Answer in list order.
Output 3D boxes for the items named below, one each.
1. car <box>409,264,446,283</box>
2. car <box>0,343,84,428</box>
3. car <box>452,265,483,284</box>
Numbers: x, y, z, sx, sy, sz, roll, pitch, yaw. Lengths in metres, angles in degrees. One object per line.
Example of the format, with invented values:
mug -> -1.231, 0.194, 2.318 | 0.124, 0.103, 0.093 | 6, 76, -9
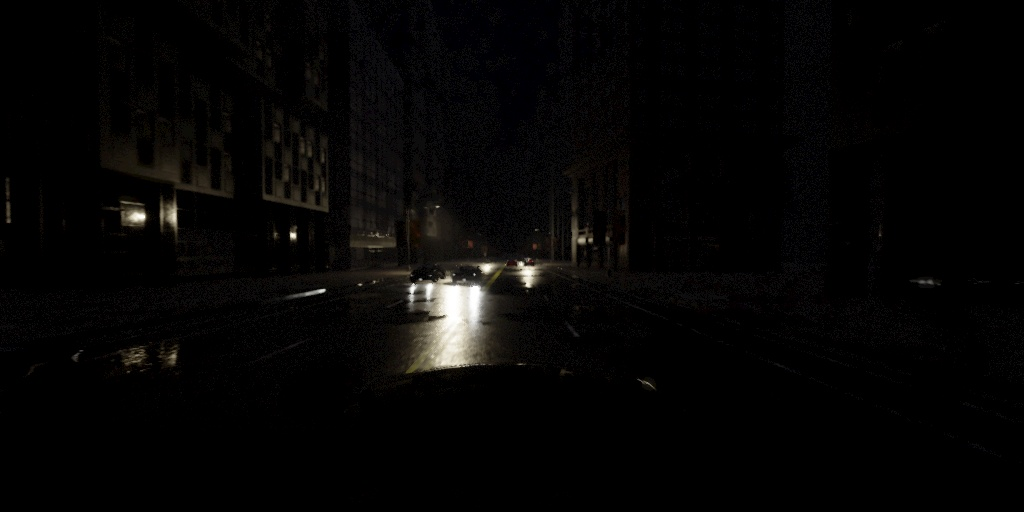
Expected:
car -> -6.509, 1.301, 28.305 | 2.033, 1.411, 5.357 | 0, 0, 1
car -> -6.591, 1.350, 2.452 | 1.895, 1.301, 4.718 | 0, 0, 0
car -> -3.276, 1.355, 26.964 | 1.895, 1.301, 4.718 | 0, 0, 1
